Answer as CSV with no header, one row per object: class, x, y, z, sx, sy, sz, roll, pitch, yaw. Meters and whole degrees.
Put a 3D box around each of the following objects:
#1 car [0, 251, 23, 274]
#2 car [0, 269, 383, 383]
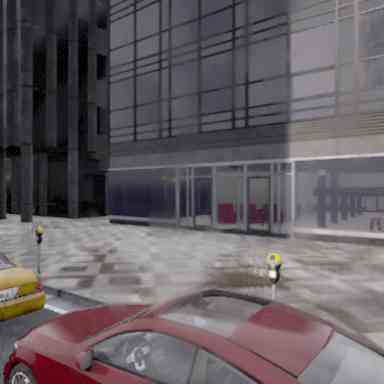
car,-4.729,1.516,6.336,4.829,1.417,1.752,0,0,36
car,0.032,1.580,2.940,4.206,1.307,1.802,0,0,36
